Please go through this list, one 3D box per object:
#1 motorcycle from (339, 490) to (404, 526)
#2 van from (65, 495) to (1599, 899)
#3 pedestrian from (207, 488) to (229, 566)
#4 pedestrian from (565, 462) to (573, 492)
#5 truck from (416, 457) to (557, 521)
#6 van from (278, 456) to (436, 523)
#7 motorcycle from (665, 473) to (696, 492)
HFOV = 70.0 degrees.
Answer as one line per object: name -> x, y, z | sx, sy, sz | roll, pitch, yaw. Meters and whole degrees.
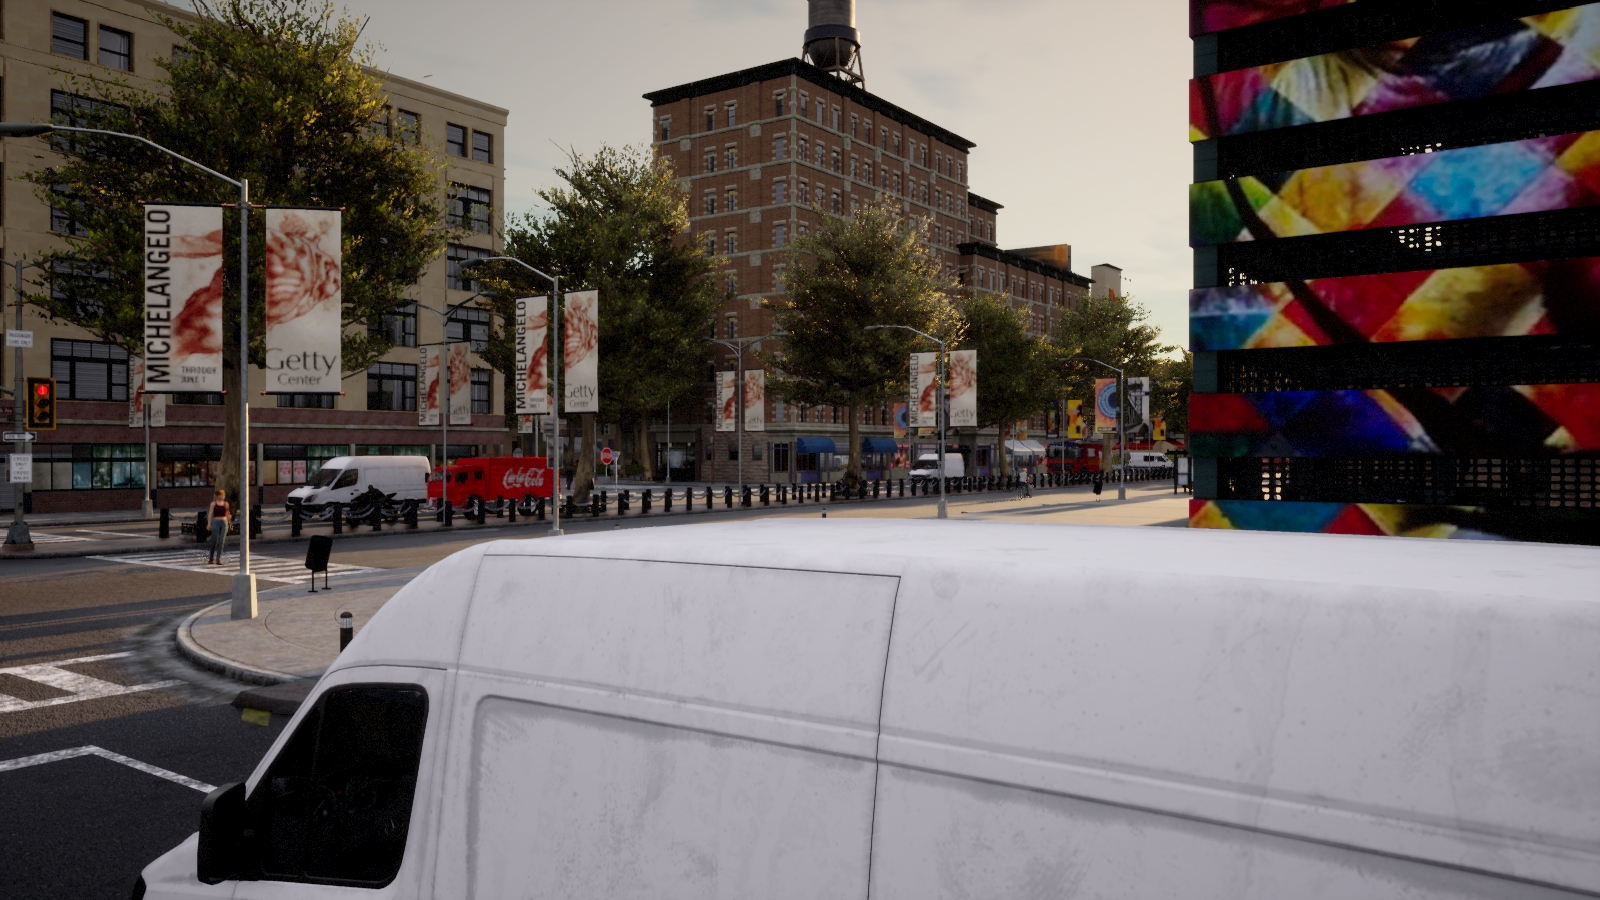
motorcycle -> -16.269, 2.205, 43.436 | 0.867, 1.251, 2.209 | 0, 0, 36
van -> -0.118, 1.534, 3.913 | 5.915, 2.561, 1.988 | 0, 0, 36
pedestrian -> -14.066, 1.848, 27.618 | 0.375, 1.860, 0.375 | 0, 0, 41
pedestrian -> -14.600, 1.696, 72.203 | 0.375, 1.860, 0.375 | 0, 0, 24
truck -> -13.076, 1.565, 47.908 | 2.627, 2.467, 5.204 | 0, 0, 36
van -> -18.065, 1.534, 46.934 | 1.988, 2.561, 5.915 | 0, 0, 36
motorcycle -> -8.137, 2.205, 77.989 | 0.867, 1.251, 2.209 | 0, 0, 36
